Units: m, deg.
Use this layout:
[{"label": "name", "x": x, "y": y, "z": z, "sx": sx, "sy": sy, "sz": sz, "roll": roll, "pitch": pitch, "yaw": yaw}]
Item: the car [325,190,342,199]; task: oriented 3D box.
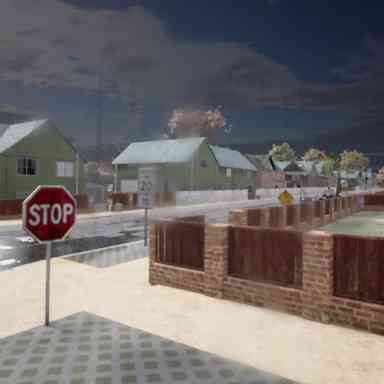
[{"label": "car", "x": 20.348, "y": 0.443, "z": 48.422, "sx": 2.097, "sy": 1.767, "sz": 4.553, "roll": 2, "pitch": 2, "yaw": 35}]

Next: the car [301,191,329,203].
[{"label": "car", "x": 14.778, "y": 0.869, "z": 40.449, "sx": 1.895, "sy": 1.301, "sz": 4.718, "roll": 2, "pitch": 2, "yaw": 36}]

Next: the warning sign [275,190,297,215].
[{"label": "warning sign", "x": 7.168, "y": 0.757, "z": 25.391, "sx": 1.300, "sy": 1.860, "sz": 1.060, "roll": 1, "pitch": 0, "yaw": 35}]
